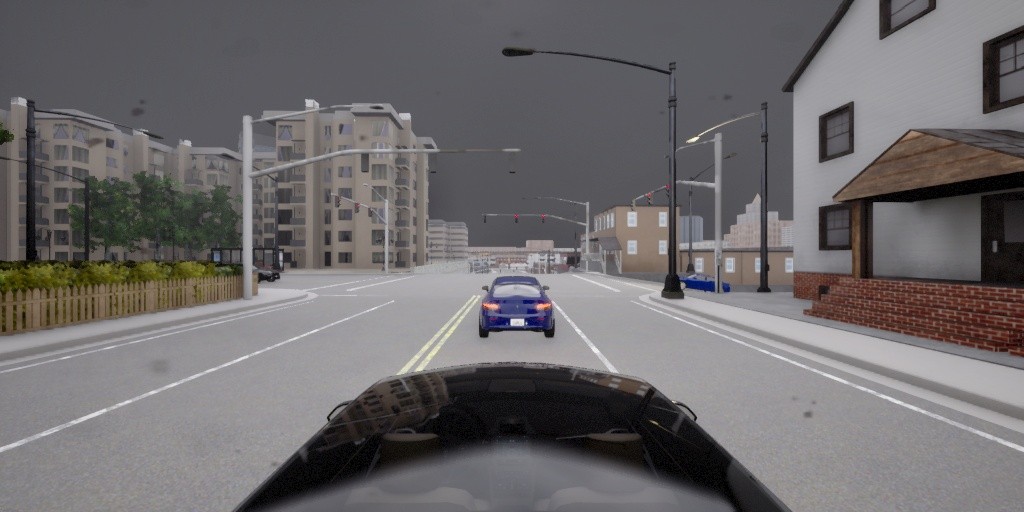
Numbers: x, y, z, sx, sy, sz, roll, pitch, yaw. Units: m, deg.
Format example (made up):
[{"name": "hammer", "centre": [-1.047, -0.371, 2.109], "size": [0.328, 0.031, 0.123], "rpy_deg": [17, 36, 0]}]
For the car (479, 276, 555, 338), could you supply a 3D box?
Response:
[{"name": "car", "centre": [0.110, 1.276, 10.098], "size": [1.812, 1.442, 4.674], "rpy_deg": [0, 0, 0]}]

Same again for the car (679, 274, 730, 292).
[{"name": "car", "centre": [15.377, 2.209, 29.782], "size": [5.008, 1.535, 1.882], "rpy_deg": [9, 0, 1]}]

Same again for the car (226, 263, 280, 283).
[{"name": "car", "centre": [-19.886, 1.255, 26.595], "size": [4.892, 1.490, 1.837], "rpy_deg": [0, 0, 1]}]
